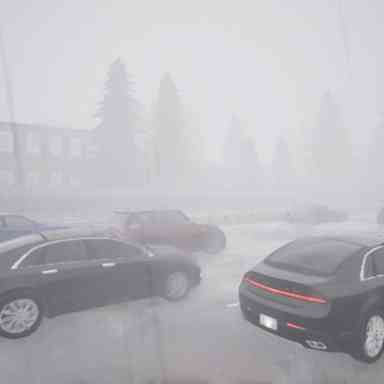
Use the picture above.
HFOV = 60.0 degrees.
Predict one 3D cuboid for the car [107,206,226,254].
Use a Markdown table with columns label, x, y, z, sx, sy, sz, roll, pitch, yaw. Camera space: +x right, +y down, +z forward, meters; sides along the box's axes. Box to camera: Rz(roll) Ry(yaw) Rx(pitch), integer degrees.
| label | x | y | z | sx | sy | sz | roll | pitch | yaw |
| --- | --- | --- | --- | --- | --- | --- | --- | --- | --- |
| car | -0.940 | 1.342 | 11.675 | 4.553 | 1.767 | 2.097 | 0 | 0 | -35 |

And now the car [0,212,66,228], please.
| label | x | y | z | sx | sy | sz | roll | pitch | yaw |
| --- | --- | --- | --- | --- | --- | --- | --- | --- | --- |
| car | -6.528 | 1.475 | 11.988 | 5.008 | 1.535 | 1.882 | 0 | 0 | -35 |

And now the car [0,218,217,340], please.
| label | x | y | z | sx | sy | sz | roll | pitch | yaw |
| --- | --- | --- | --- | --- | --- | --- | --- | --- | --- |
| car | -2.023 | 1.501 | 6.604 | 4.892 | 1.490 | 1.837 | 0 | 0 | -35 |

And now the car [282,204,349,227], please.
| label | x | y | z | sx | sy | sz | roll | pitch | yaw |
| --- | --- | --- | --- | --- | --- | --- | --- | --- | --- |
| car | 8.470 | 1.514 | 22.684 | 5.357 | 1.411 | 2.033 | 0 | 0 | -35 |

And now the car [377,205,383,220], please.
| label | x | y | z | sx | sy | sz | roll | pitch | yaw |
| --- | --- | --- | --- | --- | --- | --- | --- | --- | --- |
| car | 14.719 | 1.310 | 22.844 | 4.553 | 1.767 | 2.097 | 0 | 0 | -35 |

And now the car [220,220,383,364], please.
| label | x | y | z | sx | sy | sz | roll | pitch | yaw |
| --- | --- | --- | --- | --- | --- | --- | --- | --- | --- |
| car | 2.999 | 1.495 | 5.887 | 4.892 | 1.490 | 1.837 | 0 | 0 | -36 |
